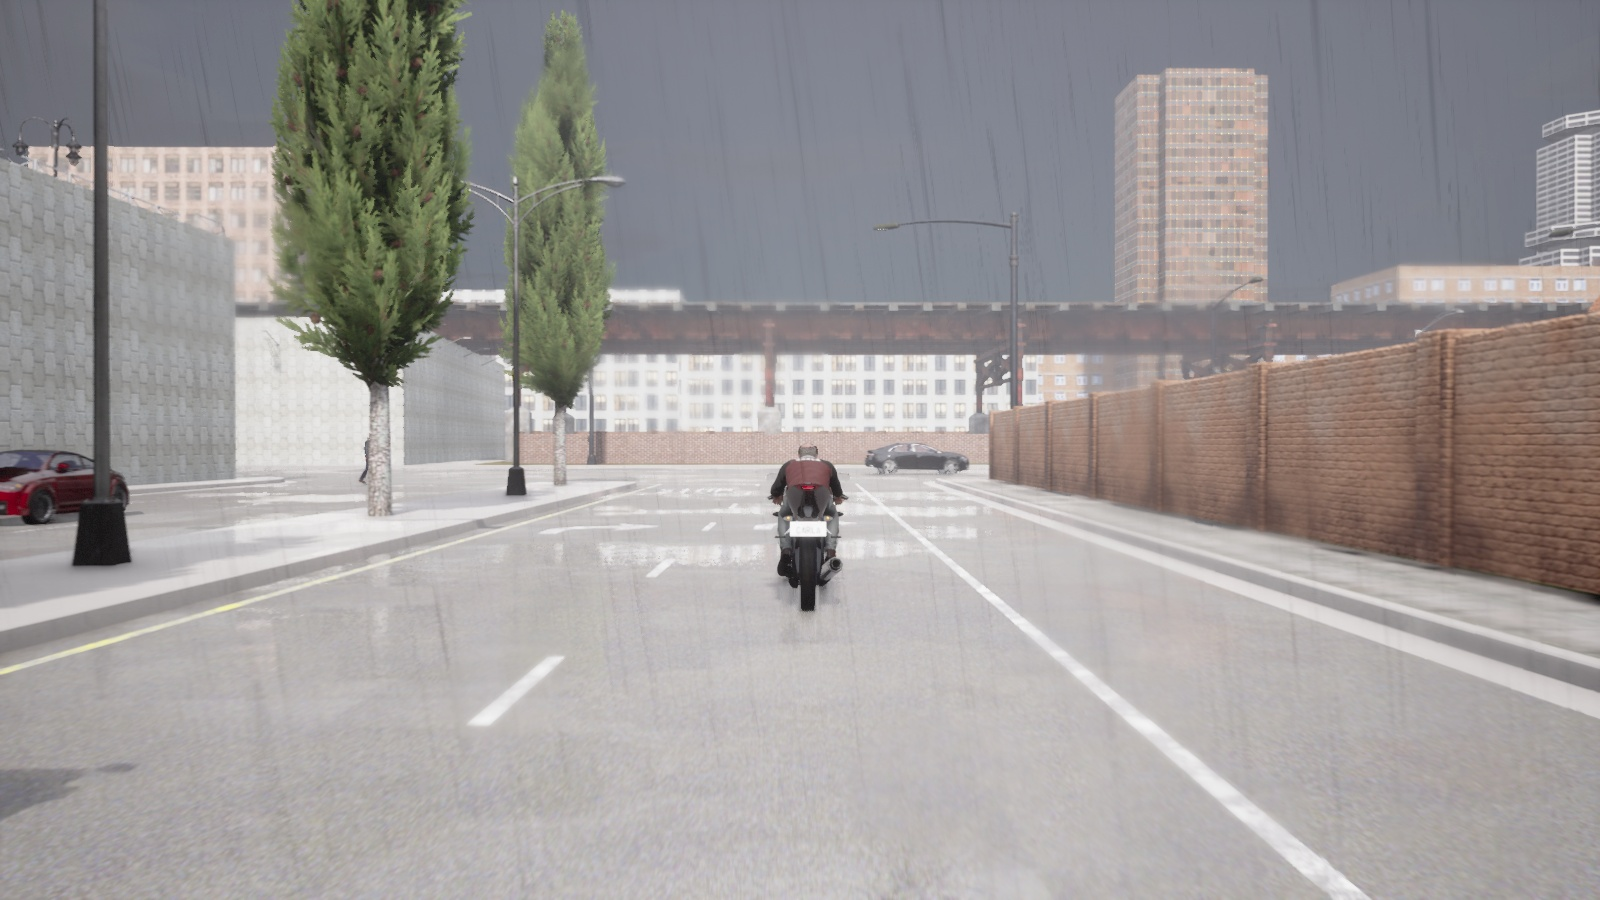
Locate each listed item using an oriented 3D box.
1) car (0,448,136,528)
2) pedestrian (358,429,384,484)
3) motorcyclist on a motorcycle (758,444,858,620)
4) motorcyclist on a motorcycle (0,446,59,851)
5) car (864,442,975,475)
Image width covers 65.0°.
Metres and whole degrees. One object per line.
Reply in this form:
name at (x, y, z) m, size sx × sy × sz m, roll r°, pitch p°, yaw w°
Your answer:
car at (-14.848, 0.663, 24.078) m, size 1.994 × 1.385 × 4.181 m, roll 0°, pitch 0°, yaw 0°
pedestrian at (-15.092, 0.230, 44.195) m, size 0.788 × 1.949 × 0.423 m, roll 0°, pitch 0°, yaw -11°
motorcyclist on a motorcycle at (0.078, 0.713, 12.089) m, size 0.866 × 1.530 × 2.191 m, roll 0°, pitch 0°, yaw 0°
motorcyclist on a motorcycle at (-3.461, 0.756, 4.022) m, size 0.866 × 1.530 × 2.191 m, roll 0°, pitch 0°, yaw 0°
car at (5.544, 0.376, 58.728) m, size 4.902 × 1.511 × 2.128 m, roll 0°, pitch 0°, yaw -5°
